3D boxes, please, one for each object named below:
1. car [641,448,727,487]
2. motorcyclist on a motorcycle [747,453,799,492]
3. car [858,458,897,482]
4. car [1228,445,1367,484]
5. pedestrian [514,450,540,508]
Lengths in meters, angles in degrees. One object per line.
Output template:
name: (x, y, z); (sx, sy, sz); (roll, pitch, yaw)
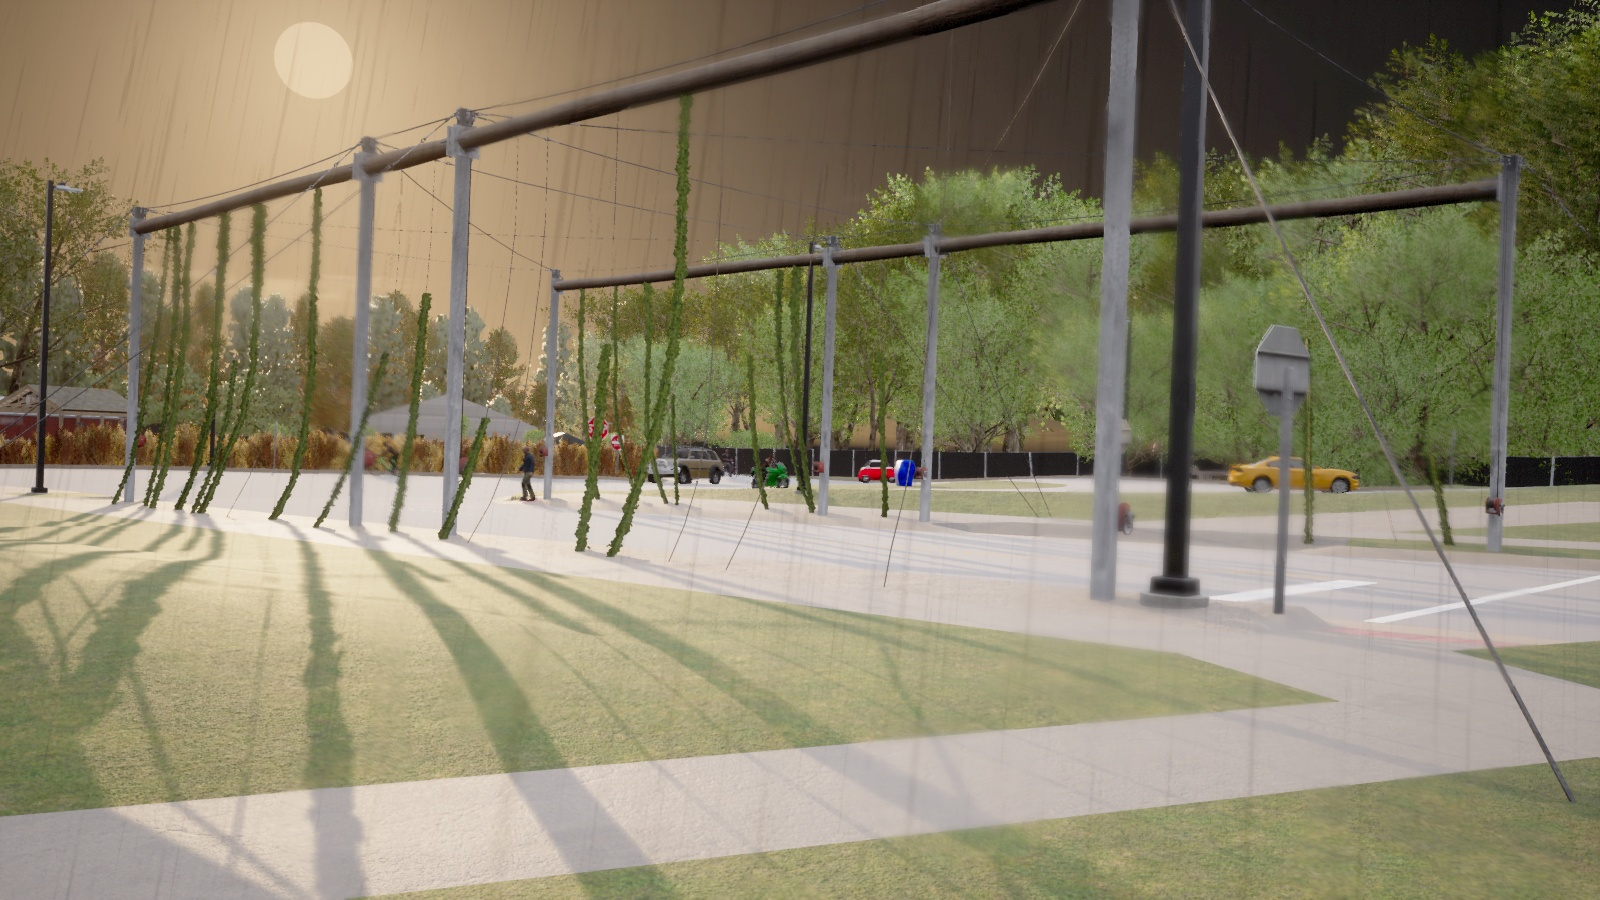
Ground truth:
car: (-5.654, 0.877, 61.858); (1.932, 1.855, 4.605); (0, -1, 29)
motorcyclist on a motorcycle: (-1.093, 0.903, 49.865); (2.044, 1.523, 0.797); (-3, -3, 41)
car: (4.519, 1.169, 73.703); (2.207, 1.376, 1.481); (-1, -1, 1)
car: (20.442, 0.600, 51.773); (5.008, 1.535, 1.882); (-1, 0, 7)
pedestrian: (-8.855, 0.943, 40.732); (0.726, 1.842, 0.402); (1, 0, -32)
